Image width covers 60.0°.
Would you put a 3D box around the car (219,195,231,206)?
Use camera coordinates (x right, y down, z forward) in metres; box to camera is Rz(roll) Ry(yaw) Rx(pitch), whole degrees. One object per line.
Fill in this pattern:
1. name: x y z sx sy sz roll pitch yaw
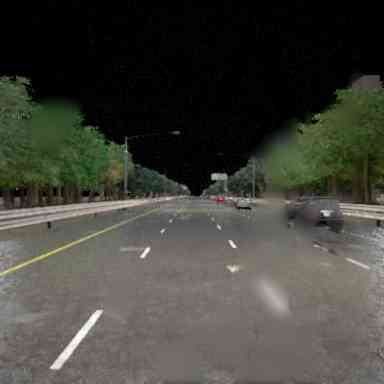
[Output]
1. car: 7.252 1.958 66.889 2.128 1.511 4.902 0 -1 0

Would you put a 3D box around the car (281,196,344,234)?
1. car: 7.024 1.277 19.948 2.150 2.045 5.566 0 0 0

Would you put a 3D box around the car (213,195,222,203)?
1. car: 7.424 1.890 86.954 2.150 2.045 5.566 0 -1 1

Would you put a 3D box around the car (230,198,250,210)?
1. car: 7.132 1.850 47.755 1.994 1.385 4.181 0 -1 0
